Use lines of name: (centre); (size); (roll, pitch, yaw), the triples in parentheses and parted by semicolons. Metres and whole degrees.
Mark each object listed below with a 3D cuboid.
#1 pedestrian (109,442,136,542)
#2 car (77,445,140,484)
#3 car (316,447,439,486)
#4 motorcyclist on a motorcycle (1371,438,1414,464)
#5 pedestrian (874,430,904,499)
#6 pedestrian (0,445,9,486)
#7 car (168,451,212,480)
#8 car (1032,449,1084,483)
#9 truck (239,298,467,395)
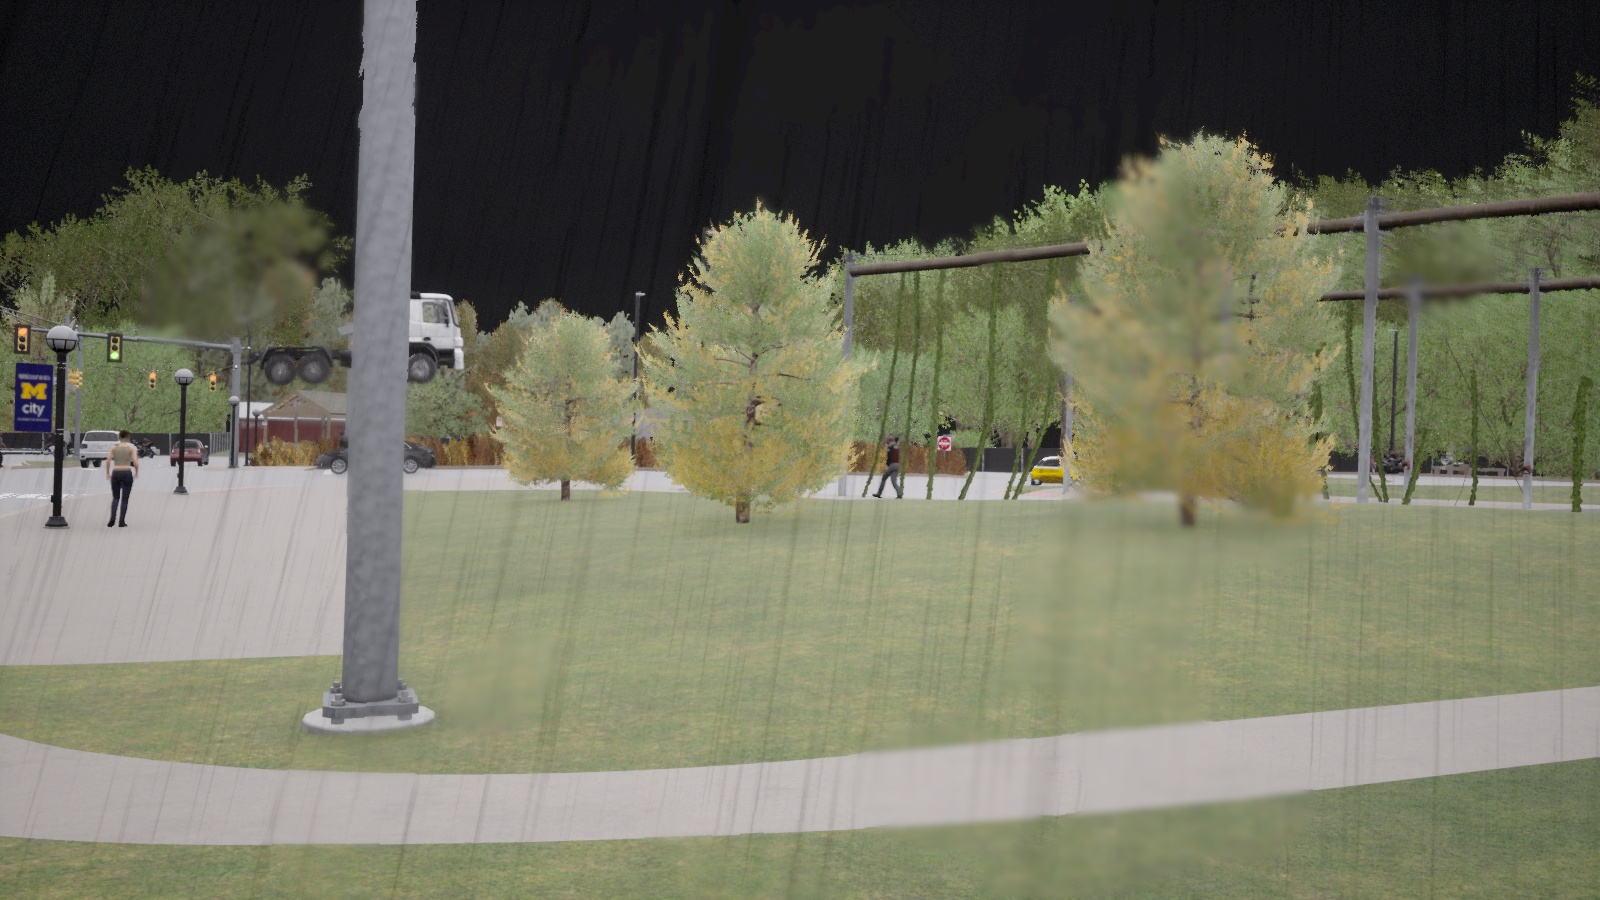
pedestrian: (-12.626, 0.770, 23.403); (0.345, 1.836, 0.594); (1, 0, -20)
car: (-38.548, 0.799, 70.136); (2.150, 2.045, 5.566); (-1, 0, -19)
car: (-18.055, 0.697, 53.746); (4.892, 1.490, 1.837); (-1, 1, -20)
motorcyclist on a motorcycle: (34.831, 0.063, 73.847); (0.866, 1.530, 2.191); (-1, 1, -25)
pedestrian: (2.415, 0.387, 34.024); (0.720, 1.854, 0.376); (1, 1, 44)
pedestrian: (-35.894, 0.692, 56.201); (0.694, 1.848, 0.540); (1, 0, -14)
car: (-36.865, 0.901, 75.985); (1.851, 1.617, 3.988); (-1, 1, -19)
car: (11.522, 0.711, 56.057); (2.207, 1.376, 1.481); (-1, 3, 13)
truck: (-17.337, -4.055, 48.911); (7.936, 3.462, 2.891); (-4, 4, -22)
